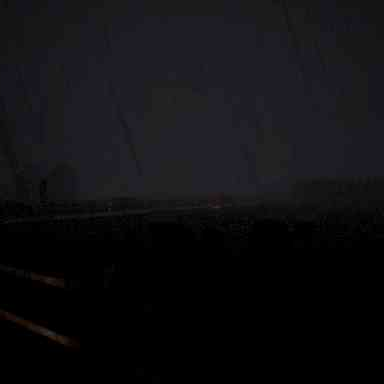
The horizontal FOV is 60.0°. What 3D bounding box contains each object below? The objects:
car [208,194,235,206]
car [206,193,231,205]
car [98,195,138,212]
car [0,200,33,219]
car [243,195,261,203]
[{"bbox_3d":[4.861,1.288,50.990,1.837,1.490,4.892,-1,0,35],"label":"car"},{"bbox_3d":[4.530,1.138,55.468,2.097,1.767,4.553,-1,0,35],"label":"car"},{"bbox_3d":[-8.215,1.244,37.097,2.097,1.767,4.553,-1,0,35],"label":"car"},{"bbox_3d":[-15.401,1.424,26.608,1.882,1.535,5.008,-1,0,34],"label":"car"},{"bbox_3d":[10.726,1.236,59.602,1.837,1.490,4.892,-1,0,35],"label":"car"}]
